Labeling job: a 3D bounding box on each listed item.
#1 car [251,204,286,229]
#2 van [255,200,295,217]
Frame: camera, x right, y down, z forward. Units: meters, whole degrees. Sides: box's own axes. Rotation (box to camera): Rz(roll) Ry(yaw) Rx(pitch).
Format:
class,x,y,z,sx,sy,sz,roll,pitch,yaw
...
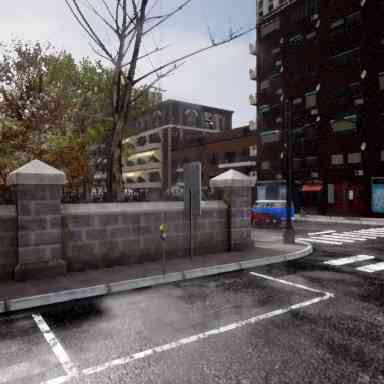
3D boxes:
class,x,y,z,sx,sy,sz,roll,pitch,yaw
car,4.459,1.834,24.268,1.994,1.385,4.181,0,-1,-36
van,7.312,1.643,30.184,1.690,1.788,3.998,-1,0,-36
